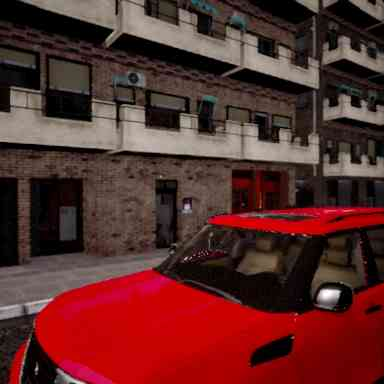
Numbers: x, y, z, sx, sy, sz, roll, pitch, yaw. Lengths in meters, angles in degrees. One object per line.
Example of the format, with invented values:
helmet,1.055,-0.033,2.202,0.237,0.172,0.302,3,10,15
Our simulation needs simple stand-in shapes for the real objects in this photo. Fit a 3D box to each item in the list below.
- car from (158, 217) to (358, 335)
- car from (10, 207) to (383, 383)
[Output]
car,1.547,1.467,7.213,4.097,1.590,1.967,0,-1,-35
car,1.077,1.236,3.839,5.566,2.045,2.150,0,0,-36
